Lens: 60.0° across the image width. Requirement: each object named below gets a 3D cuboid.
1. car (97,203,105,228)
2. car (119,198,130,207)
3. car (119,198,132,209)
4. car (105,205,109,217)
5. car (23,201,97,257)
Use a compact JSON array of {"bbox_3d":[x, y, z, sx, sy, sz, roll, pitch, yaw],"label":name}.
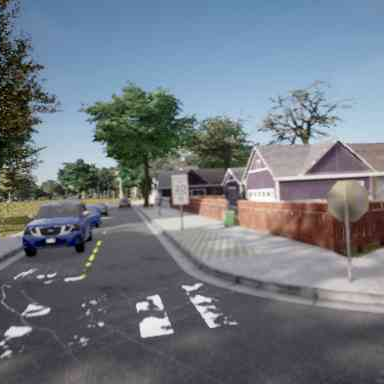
[{"bbox_3d":[-7.813,1.813,24.821,1.882,1.535,5.008,-3,0,-12],"label":"car"},{"bbox_3d":[-12.929,1.983,63.418,1.837,1.490,4.892,-3,0,-12],"label":"car"},{"bbox_3d":[-10.791,1.903,53.571,2.128,1.511,4.902,-3,0,-11],"label":"car"},{"bbox_3d":[-10.288,1.970,36.814,1.812,1.442,4.674,-3,0,-11],"label":"car"},{"bbox_3d":[-5.784,1.465,14.955,2.150,2.045,5.566,-3,0,-12],"label":"car"}]
